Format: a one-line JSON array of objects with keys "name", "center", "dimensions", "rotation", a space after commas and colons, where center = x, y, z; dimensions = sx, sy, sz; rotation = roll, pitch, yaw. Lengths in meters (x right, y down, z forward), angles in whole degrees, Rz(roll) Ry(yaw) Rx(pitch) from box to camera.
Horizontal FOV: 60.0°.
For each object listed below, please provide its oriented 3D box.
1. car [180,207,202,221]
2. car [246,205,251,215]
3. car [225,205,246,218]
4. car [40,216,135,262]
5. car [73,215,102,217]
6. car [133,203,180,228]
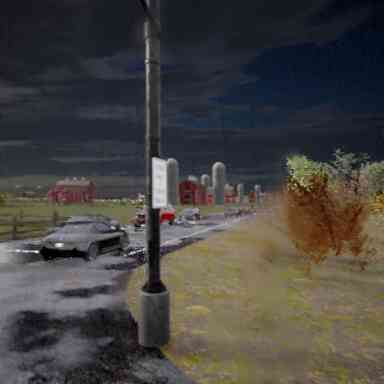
[{"name": "car", "center": [-0.222, 2.627, 39.601], "dimensions": [1.837, 1.490, 4.892], "rotation": [-1, -2, 17]}, {"name": "car", "center": [8.851, 2.992, 56.881], "dimensions": [2.097, 1.767, 4.553], "rotation": [-1, -2, 17]}, {"name": "car", "center": [5.858, 2.828, 46.996], "dimensions": [2.128, 1.511, 4.902], "rotation": [-1, -2, 17]}, {"name": "car", "center": [-4.166, 1.875, 13.518], "dimensions": [1.994, 1.385, 4.181], "rotation": [-1, -2, 13]}, {"name": "car", "center": [-6.305, 2.066, 19.882], "dimensions": [2.033, 1.411, 5.357], "rotation": [-1, -2, 17]}, {"name": "car", "center": [-3.291, 2.039, 29.662], "dimensions": [2.150, 2.045, 5.566], "rotation": [-1, -2, 18]}]
